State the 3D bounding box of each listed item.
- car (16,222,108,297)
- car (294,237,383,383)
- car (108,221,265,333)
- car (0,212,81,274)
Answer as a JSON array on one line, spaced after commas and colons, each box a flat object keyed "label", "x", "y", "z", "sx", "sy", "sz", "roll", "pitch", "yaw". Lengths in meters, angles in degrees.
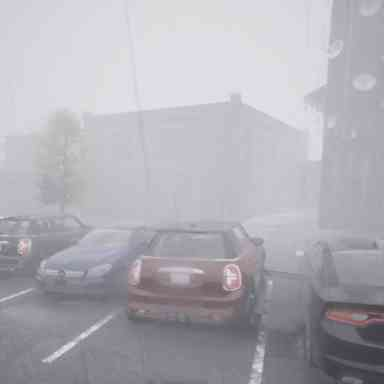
[{"label": "car", "x": -1.983, "y": 1.588, "z": 8.858, "sx": 2.002, "sy": 1.452, "sz": 4.674, "roll": 0, "pitch": -1, "yaw": 15}, {"label": "car", "x": 2.789, "y": 1.477, "z": 5.453, "sx": 2.097, "sy": 1.535, "sz": 5.008, "roll": -1, "pitch": -1, "yaw": 16}, {"label": "car", "x": 0.387, "y": 1.385, "z": 7.135, "sx": 2.185, "sy": 1.767, "sz": 4.553, "roll": -1, "pitch": -1, "yaw": 15}, {"label": "car", "x": -4.397, "y": 1.467, "z": 10.529, "sx": 2.185, "sy": 1.767, "sz": 4.553, "roll": -1, "pitch": -1, "yaw": 15}]
